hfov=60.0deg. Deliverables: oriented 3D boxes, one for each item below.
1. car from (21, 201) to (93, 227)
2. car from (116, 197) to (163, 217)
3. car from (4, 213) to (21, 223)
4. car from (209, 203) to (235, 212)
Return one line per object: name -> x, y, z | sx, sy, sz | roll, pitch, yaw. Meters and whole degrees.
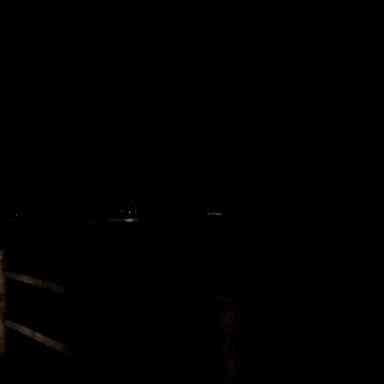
car -> -9.612, 1.529, 24.523 | 2.097, 1.767, 4.553 | 0, -1, 36
car -> -5.392, 1.602, 35.293 | 2.150, 2.045, 5.566 | 0, -1, 36
car -> -12.027, 1.794, 26.209 | 1.895, 1.301, 4.718 | 0, -1, 36
car -> 4.429, 2.264, 48.670 | 1.895, 1.301, 4.718 | 0, -1, 37
